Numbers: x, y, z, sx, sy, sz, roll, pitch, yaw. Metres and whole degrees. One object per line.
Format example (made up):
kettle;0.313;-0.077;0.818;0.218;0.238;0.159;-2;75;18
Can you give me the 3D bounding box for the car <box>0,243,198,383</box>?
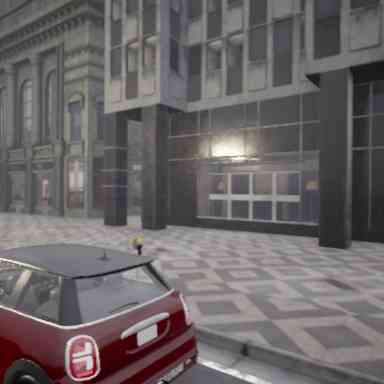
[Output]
car;-2.018;1.414;4.396;4.097;1.590;1.967;0;0;35
